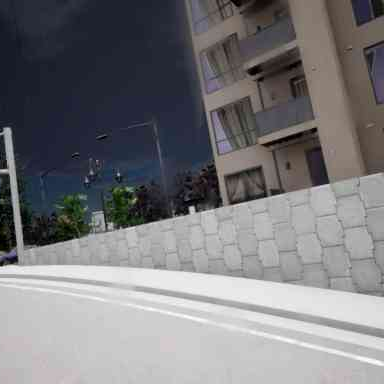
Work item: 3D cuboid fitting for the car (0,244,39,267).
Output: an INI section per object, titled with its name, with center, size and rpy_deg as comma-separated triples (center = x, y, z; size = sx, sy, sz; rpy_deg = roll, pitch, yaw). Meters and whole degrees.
[car]
center = -15.551, 5.659, 29.611
size = 2.097, 1.767, 4.553
rpy_deg = -15, -9, 35
